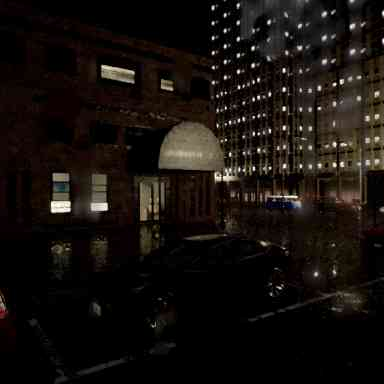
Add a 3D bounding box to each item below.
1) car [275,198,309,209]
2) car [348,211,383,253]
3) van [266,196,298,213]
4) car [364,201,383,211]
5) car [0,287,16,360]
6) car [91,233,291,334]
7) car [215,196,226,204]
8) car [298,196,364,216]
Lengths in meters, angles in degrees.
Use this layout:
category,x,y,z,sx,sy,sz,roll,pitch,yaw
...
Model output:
category,x,y,z,sx,sy,sz,roll,pitch,yaw
car,13.689,1.514,45.632,1.802,1.307,4.206,0,0,-35
car,8.045,1.543,12.440,4.507,1.381,1.887,0,0,-35
van,9.972,1.326,36.297,1.690,1.788,3.998,0,0,-35
car,20.017,1.499,36.535,2.008,1.369,4.403,0,0,-35
car,-4.268,1.440,3.526,4.097,1.590,1.967,0,0,-35
car,0.199,1.565,6.774,4.313,1.339,1.947,0,0,-35
car,4.099,1.437,59.417,1.752,1.417,4.829,0,0,-35
car,13.136,1.308,31.748,2.192,1.841,5.009,0,0,-35
